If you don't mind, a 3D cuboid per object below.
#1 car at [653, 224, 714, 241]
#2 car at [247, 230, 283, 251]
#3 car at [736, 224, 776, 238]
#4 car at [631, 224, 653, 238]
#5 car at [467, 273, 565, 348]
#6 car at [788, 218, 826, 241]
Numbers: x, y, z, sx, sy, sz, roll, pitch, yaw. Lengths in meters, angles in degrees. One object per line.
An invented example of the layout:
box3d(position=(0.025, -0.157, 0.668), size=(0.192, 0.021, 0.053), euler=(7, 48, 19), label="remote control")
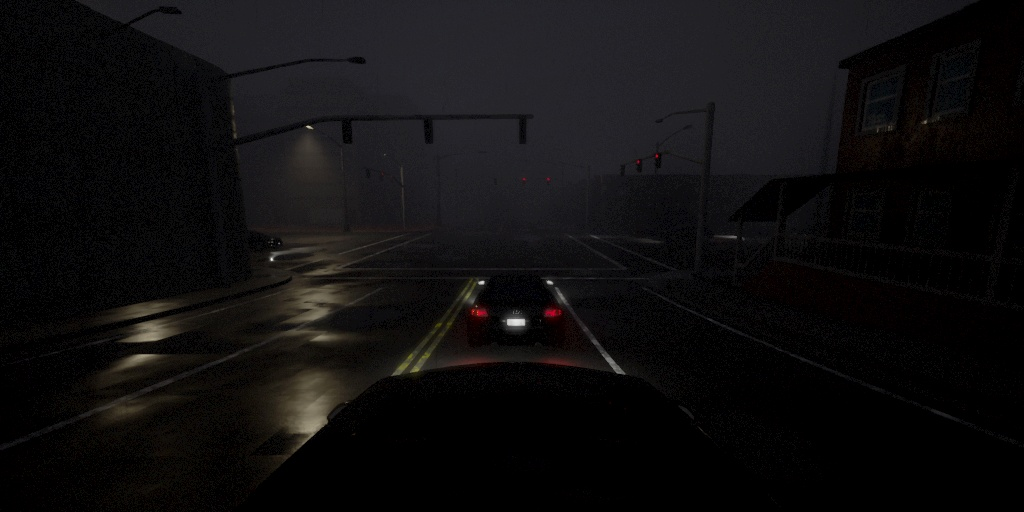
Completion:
box3d(position=(16.400, -2.226, 33.895), size=(4.892, 1.490, 1.837), euler=(0, 8, 0), label="car")
box3d(position=(-19.960, -1.191, 26.992), size=(4.892, 1.490, 1.837), euler=(0, 8, 1), label="car")
box3d(position=(25.823, -2.674, 37.305), size=(4.181, 1.385, 1.994), euler=(0, 8, 0), label="car")
box3d(position=(14.959, -2.644, 37.395), size=(4.718, 1.301, 1.895), euler=(0, 8, 1), label="car")
box3d(position=(0.093, 1.090, 8.707), size=(1.994, 1.385, 4.181), euler=(0, 3, 0), label="car")
box3d(position=(29.375, -2.501, 33.768), size=(5.566, 2.045, 2.150), euler=(0, 8, 0), label="car")
